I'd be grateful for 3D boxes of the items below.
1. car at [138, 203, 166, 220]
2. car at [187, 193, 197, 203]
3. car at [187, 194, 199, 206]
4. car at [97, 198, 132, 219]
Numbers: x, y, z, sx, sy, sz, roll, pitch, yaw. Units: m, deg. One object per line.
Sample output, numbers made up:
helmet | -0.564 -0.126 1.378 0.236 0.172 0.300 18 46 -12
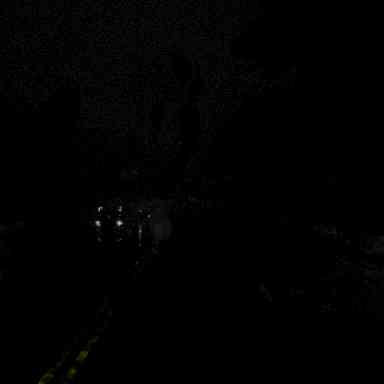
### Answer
car | -3.235 1.574 27.695 1.895 1.301 4.718 0 0 0
car | 0.051 1.354 73.556 2.150 2.045 5.566 0 -1 0
car | 0.140 1.568 55.978 1.812 1.442 4.674 0 0 0
car | -6.480 1.338 28.205 2.097 1.767 4.553 0 0 0
